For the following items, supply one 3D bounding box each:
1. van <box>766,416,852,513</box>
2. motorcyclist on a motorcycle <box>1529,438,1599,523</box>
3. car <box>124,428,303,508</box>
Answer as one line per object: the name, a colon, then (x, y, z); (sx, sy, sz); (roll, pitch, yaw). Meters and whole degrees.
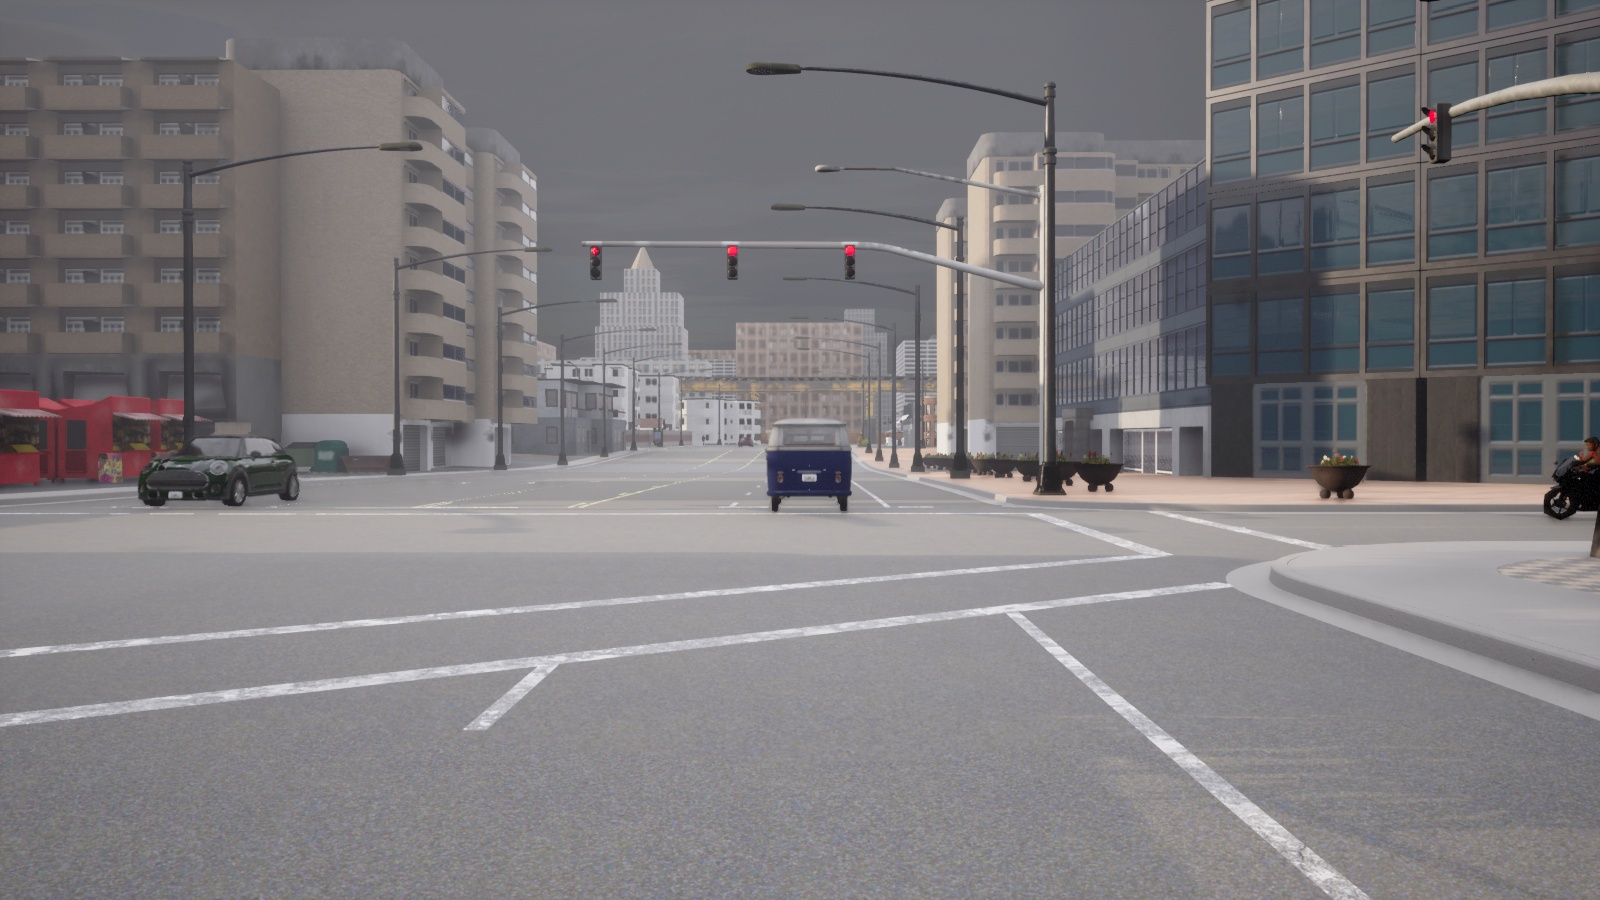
van: (0.207, 0.289, 28.070); (1.775, 1.987, 4.442); (0, 0, 0)
motorcyclist on a motorcycle: (14.450, 0.540, 22.714); (2.044, 1.523, 0.797); (0, 1, 1)
car: (-13.785, 0.384, 29.875); (2.097, 1.767, 4.553); (0, 0, 0)
